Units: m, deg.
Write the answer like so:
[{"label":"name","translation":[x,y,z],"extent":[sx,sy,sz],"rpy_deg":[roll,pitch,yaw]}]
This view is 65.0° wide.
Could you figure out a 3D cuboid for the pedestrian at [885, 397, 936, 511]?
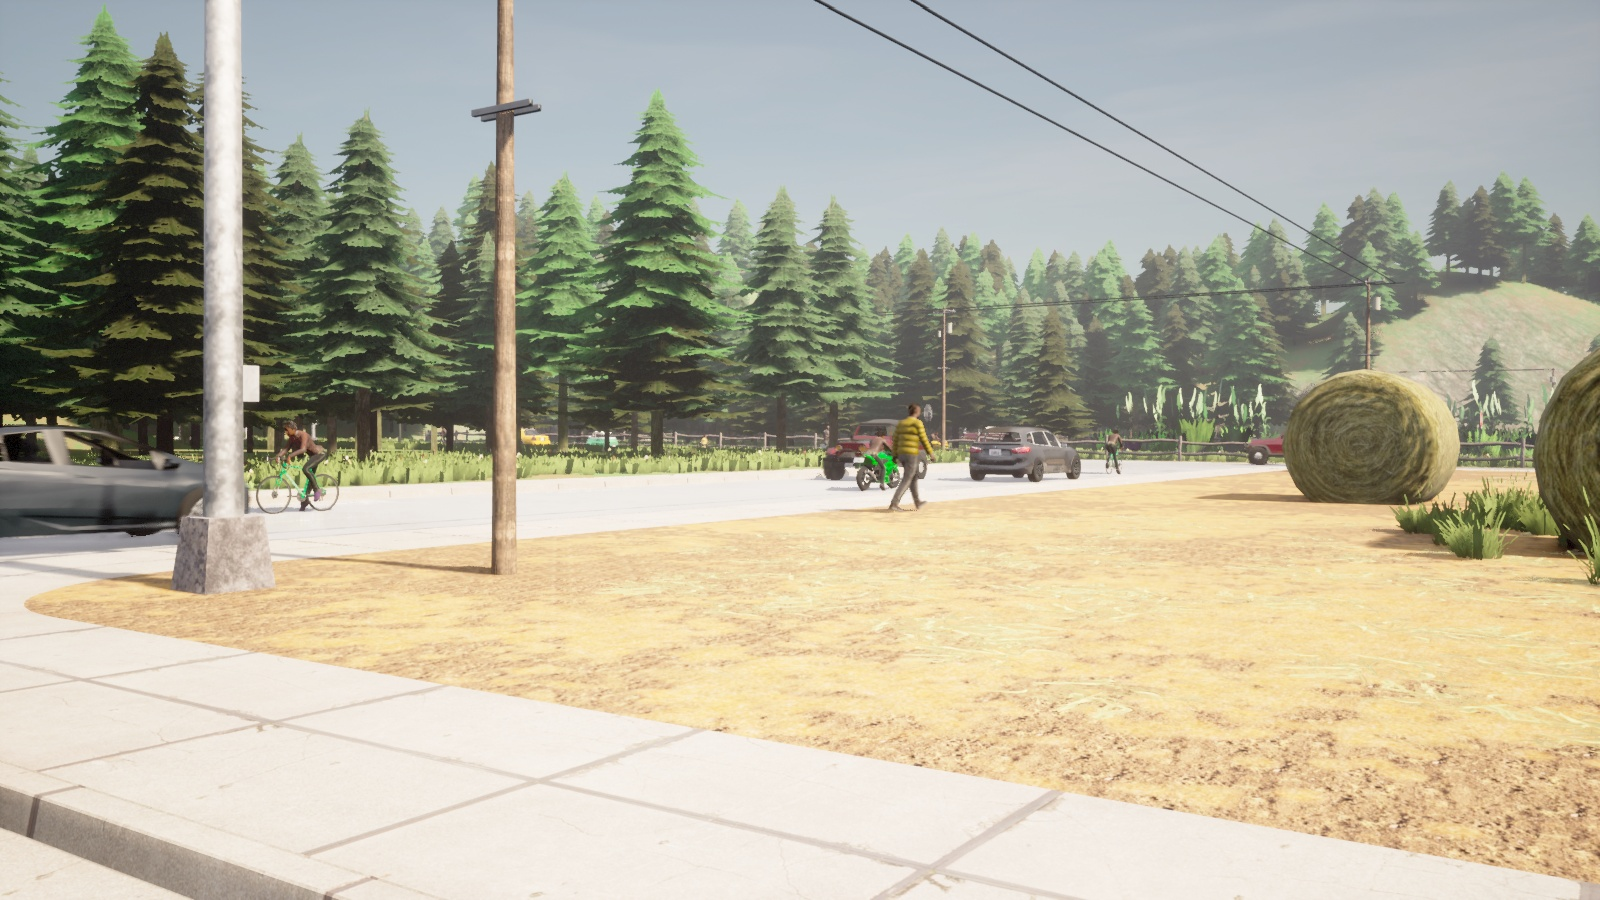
[{"label":"pedestrian","translation":[1.815,0.054,20.675],"extent":[0.709,1.840,0.431],"rpy_deg":[-1,1,-38]}]

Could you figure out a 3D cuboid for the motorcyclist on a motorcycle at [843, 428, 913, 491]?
[{"label":"motorcyclist on a motorcycle","translation":[1.998,0.224,31.863],"extent":[0.797,1.523,2.044],"rpy_deg":[0,1,35]}]

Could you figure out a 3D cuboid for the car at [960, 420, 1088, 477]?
[{"label":"car","translation":[7.062,-0.090,39.193],"extent":[2.242,1.667,4.611],"rpy_deg":[0,1,34]}]

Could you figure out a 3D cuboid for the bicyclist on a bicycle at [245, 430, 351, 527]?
[{"label":"bicyclist on a bicycle","translation":[-8.881,0.477,22.268],"extent":[0.582,1.620,1.656],"rpy_deg":[0,1,35]}]

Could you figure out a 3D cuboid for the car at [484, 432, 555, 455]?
[{"label":"car","translation":[-20.106,-0.477,89.932],"extent":[5.366,1.575,1.801],"rpy_deg":[0,1,36]}]

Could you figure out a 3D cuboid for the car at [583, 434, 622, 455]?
[{"label":"car","translation":[-13.386,-0.368,85.085],"extent":[2.207,1.376,1.481],"rpy_deg":[0,1,36]}]

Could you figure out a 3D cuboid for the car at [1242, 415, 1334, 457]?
[{"label":"car","translation":[22.396,-0.645,57.611],"extent":[3.866,1.878,1.905],"rpy_deg":[0,1,23]}]

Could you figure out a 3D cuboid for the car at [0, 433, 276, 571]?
[{"label":"car","translation":[-9.194,0.578,15.630],"extent":[2.007,1.525,4.514],"rpy_deg":[0,1,37]}]

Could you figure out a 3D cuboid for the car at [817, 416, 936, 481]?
[{"label":"car","translation":[2.394,-0.072,38.596],"extent":[1.905,1.878,3.866],"rpy_deg":[0,1,35]}]
